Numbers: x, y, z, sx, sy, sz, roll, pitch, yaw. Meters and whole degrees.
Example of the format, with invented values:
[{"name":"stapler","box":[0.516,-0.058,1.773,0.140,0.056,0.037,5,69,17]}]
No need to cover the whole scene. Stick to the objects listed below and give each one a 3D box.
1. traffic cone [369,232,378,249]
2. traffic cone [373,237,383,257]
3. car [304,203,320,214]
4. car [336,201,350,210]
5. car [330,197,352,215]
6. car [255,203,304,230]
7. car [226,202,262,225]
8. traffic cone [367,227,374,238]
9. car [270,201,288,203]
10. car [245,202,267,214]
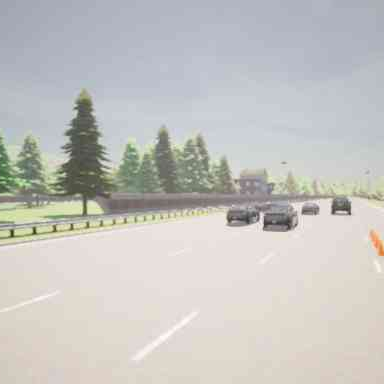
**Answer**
[{"name":"traffic cone","box":[7.873,2.110,14.185,0.340,0.580,0.340,-1,-1,25]},{"name":"traffic cone","box":[7.022,2.090,12.376,0.340,0.580,0.340,-1,-1,25]},{"name":"car","box":[14.902,2.028,41.827,2.033,1.411,5.357,-1,-1,25]},{"name":"car","box":[24.616,2.168,54.266,1.994,1.385,4.181,-1,-1,25]},{"name":"car","box":[18.207,1.677,40.653,2.150,2.045,5.566,-1,-1,25]},{"name":"car","box":[6.350,1.771,23.668,2.128,1.511,4.902,-1,-1,25]},{"name":"car","box":[4.321,1.827,27.577,2.128,1.511,4.902,-1,-1,25]},{"name":"traffic cone","box":[8.725,2.130,15.995,0.340,0.580,0.340,-1,-1,25]},{"name":"car","box":[12.206,2.069,44.333,2.033,1.411,5.357,-1,-1,25]},{"name":"car","box":[8.736,2.069,45.180,1.812,1.442,4.674,-1,-1,25]}]
